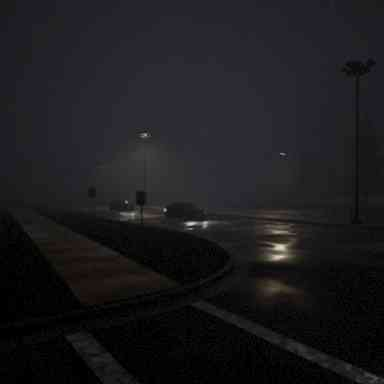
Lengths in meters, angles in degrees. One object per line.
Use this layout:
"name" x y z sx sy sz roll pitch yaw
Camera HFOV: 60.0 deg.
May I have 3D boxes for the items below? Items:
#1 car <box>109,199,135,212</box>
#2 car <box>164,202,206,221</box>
"car" -8.799 1.675 41.480 2.128 1.511 4.902 1 -1 -34
"car" -0.702 1.684 29.751 1.837 1.490 4.892 1 0 -35
